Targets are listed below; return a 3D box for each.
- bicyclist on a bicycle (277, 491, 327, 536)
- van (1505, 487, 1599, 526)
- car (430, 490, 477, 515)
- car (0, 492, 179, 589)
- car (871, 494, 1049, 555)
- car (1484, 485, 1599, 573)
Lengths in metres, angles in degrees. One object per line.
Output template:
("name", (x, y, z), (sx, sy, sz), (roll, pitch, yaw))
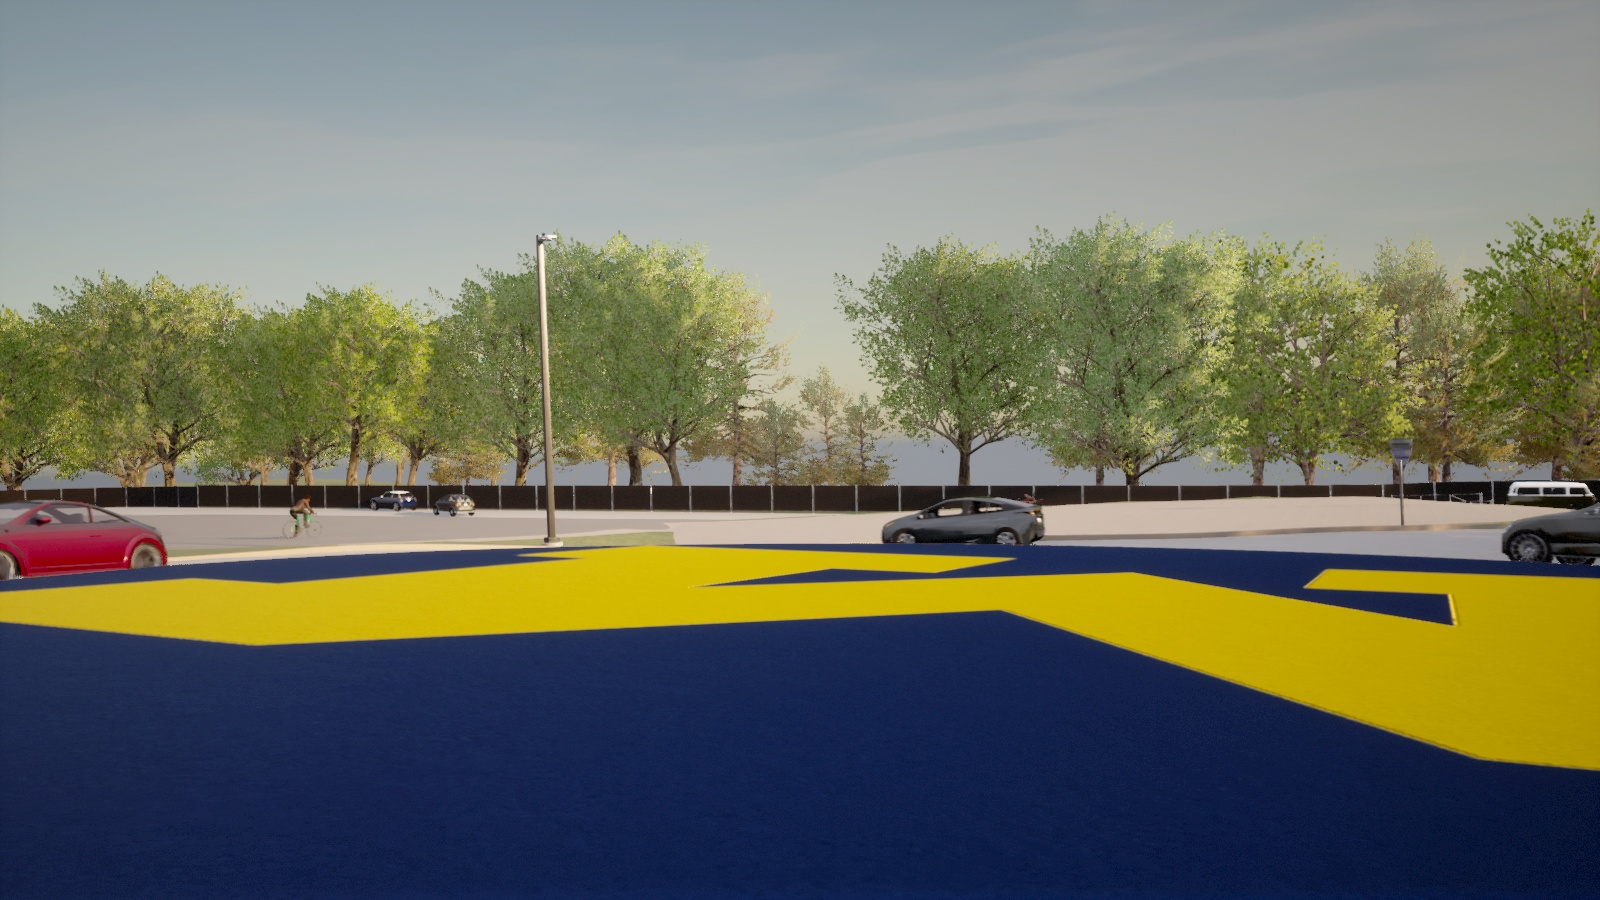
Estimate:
("bicyclist on a bicycle", (-18.398, 2.348, 46.432), (0.582, 1.620, 1.656), (-1, -3, 34))
("van", (42.299, 3.151, 70.716), (4.480, 2.038, 2.069), (-1, 1, 28))
("car", (-25.058, 3.764, 90.672), (1.789, 1.549, 3.705), (-1, 1, -43))
("car", (-11.999, 1.373, 19.320), (1.994, 1.385, 4.181), (-2, -3, 19))
("car", (4.457, 2.071, 34.927), (4.514, 1.525, 2.007), (-2, 0, 20))
("car", (16.222, 1.536, 24.073), (2.152, 1.651, 5.027), (3, -2, -34))
